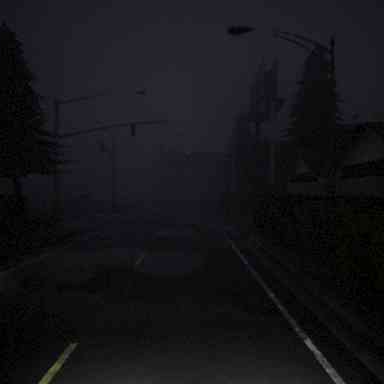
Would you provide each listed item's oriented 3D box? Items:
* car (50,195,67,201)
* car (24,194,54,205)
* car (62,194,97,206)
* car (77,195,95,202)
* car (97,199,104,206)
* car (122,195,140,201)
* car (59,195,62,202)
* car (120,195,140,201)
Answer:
[{"bbox_3d":[-35.112,1.571,87.390,3.806,1.475,1.970,0,0,-1],"label":"car"},{"bbox_3d":[-24.667,1.211,53.011,4.605,1.855,1.932,0,0,-1],"label":"car"},{"bbox_3d":[-16.779,1.183,49.772,3.866,1.878,1.905,0,0,-1],"label":"car"},{"bbox_3d":[-24.048,1.481,75.464,3.633,1.501,1.845,0,0,-1],"label":"car"},{"bbox_3d":[-16.188,1.474,53.099,3.806,1.475,1.970,0,0,-1],"label":"car"},{"bbox_3d":[-16.517,1.532,90.492,4.514,1.523,2.007,0,0,-1],"label":"car"},{"bbox_3d":[-24.030,1.438,65.471,4.514,1.523,2.007,0,0,-1],"label":"car"},{"bbox_3d":[-16.445,1.516,87.356,5.027,1.636,2.152,0,0,-1],"label":"car"}]
